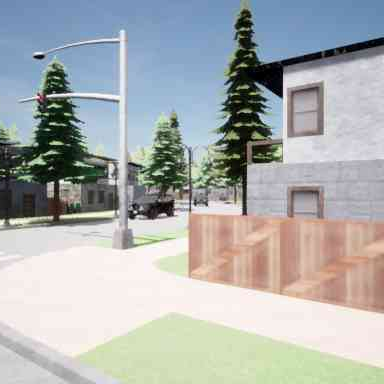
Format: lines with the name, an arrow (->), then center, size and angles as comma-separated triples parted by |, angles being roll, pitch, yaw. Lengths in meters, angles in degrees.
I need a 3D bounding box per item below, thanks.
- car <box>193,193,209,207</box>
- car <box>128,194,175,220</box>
car -> 1.390, 1.207, 52.254 | 2.150, 2.045, 5.566 | 0, 0, 0
car -> -3.368, 1.201, 28.226 | 2.150, 2.045, 5.566 | 0, 0, 21
